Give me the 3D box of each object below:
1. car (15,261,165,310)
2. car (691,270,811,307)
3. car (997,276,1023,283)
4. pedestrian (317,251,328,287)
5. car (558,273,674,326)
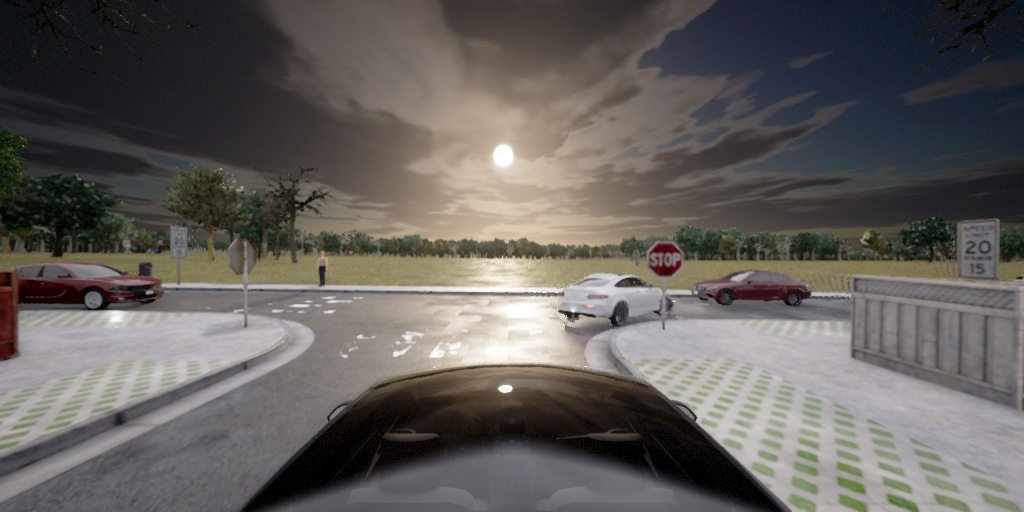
[{"bbox_3d":[-15.075,0.958,12.433,5.008,1.535,1.882,1,1,0],"label":"car"},{"bbox_3d":[10.304,1.340,15.585,4.674,1.442,1.812,1,1,-1],"label":"car"},{"bbox_3d":[24.027,1.359,15.685,4.553,1.767,2.097,1,1,0],"label":"car"},{"bbox_3d":[-9.718,0.639,18.335,0.375,1.860,0.375,0,0,0],"label":"pedestrian"},{"bbox_3d":[3.425,1.277,11.656,4.674,1.442,1.812,0,-1,-43],"label":"car"}]
